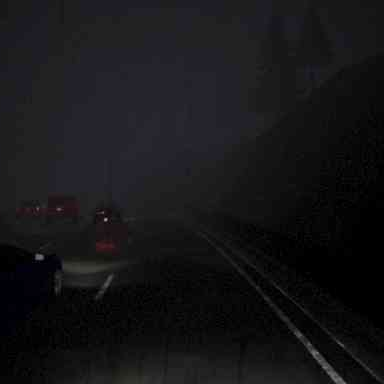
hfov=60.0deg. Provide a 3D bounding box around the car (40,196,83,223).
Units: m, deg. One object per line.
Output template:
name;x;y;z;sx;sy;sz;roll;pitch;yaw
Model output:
car;-9.933;1.309;26.104;2.150;2.045;5.566;-1;0;-12

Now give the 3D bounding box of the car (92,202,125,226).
car;-5.898;1.512;23.583;1.837;1.490;4.892;-1;0;-10

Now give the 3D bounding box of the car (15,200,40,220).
car;-14.829;1.528;30.910;2.097;1.767;4.553;-1;0;-16

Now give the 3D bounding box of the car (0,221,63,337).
car;-3.674;1.533;5.356;1.882;1.535;5.008;-1;0;-3
